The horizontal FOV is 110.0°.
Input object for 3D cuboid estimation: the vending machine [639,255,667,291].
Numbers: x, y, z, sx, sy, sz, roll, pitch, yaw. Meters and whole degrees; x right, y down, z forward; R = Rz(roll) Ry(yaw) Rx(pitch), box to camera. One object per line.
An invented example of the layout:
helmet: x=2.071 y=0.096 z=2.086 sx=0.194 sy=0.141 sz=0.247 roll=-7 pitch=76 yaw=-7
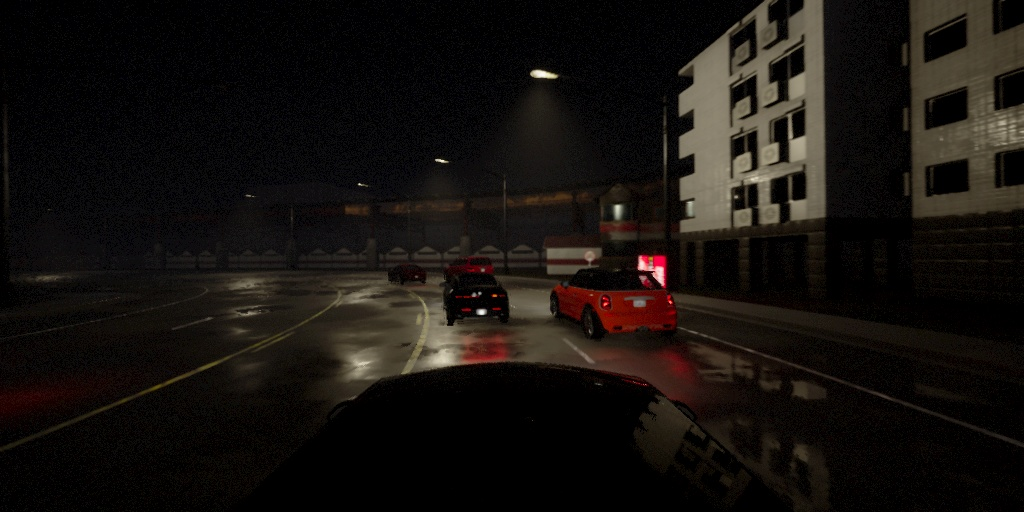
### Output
vending machine: x=7.005 y=0.937 z=17.859 sx=1.100 sy=2.100 sz=0.880 roll=0 pitch=0 yaw=-17

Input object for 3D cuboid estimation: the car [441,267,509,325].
car: x=-1.348 y=1.303 z=12.194 sx=1.837 sy=1.490 sz=4.892 roll=0 pitch=0 yaw=-12

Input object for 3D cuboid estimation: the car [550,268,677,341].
car: x=2.571 y=1.107 z=10.213 sx=2.097 sy=1.767 sz=4.553 roll=-1 pitch=0 yaw=-9

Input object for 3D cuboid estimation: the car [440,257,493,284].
car: x=-3.294 y=1.088 z=26.931 sx=2.150 sy=2.045 sz=5.566 roll=0 pitch=0 yaw=-29

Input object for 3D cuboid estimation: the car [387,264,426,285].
car: x=-8.374 y=1.396 z=28.356 sx=1.882 sy=1.535 sz=5.008 roll=0 pitch=0 yaw=-34
